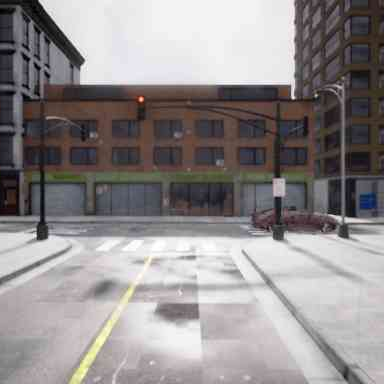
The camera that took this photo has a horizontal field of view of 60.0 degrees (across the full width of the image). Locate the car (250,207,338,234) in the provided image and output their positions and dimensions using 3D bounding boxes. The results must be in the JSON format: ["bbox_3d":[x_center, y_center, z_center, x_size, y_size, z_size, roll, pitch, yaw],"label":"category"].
[{"bbox_3d":[5.569,1.553,18.335,4.674,1.442,1.812,0,0,0],"label":"car"}]
